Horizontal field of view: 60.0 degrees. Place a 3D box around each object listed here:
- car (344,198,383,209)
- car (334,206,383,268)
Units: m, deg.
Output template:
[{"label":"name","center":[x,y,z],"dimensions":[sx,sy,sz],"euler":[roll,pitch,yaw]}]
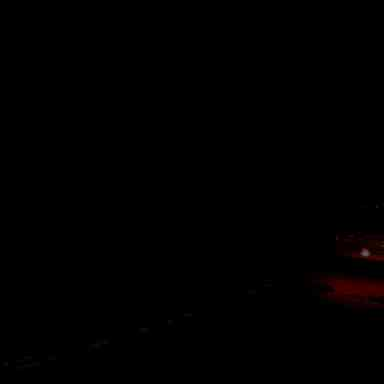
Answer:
[{"label":"car","center":[13.856,1.238,27.295],"dimensions":[2.097,1.767,4.553],"euler":[-1,0,19]},{"label":"car","center":[6.038,1.429,10.595],"dimensions":[1.882,1.535,5.008],"euler":[0,0,38]}]
